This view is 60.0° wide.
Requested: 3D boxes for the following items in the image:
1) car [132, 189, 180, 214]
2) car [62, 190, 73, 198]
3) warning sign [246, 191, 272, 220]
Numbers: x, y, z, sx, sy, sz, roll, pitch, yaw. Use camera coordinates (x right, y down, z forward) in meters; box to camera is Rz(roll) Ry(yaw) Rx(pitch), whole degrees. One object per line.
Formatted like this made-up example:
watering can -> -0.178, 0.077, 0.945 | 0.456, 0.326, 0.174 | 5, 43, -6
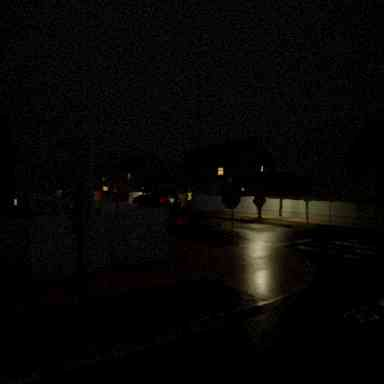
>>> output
car -> -3.189, 0.788, 28.749 | 2.150, 2.045, 5.566 | 0, 1, -36
car -> -17.324, 0.535, 48.253 | 2.097, 1.767, 4.553 | 1, 0, -36
warning sign -> 4.477, 0.874, 22.214 | 1.300, 1.860, 1.060 | -1, 0, -36
